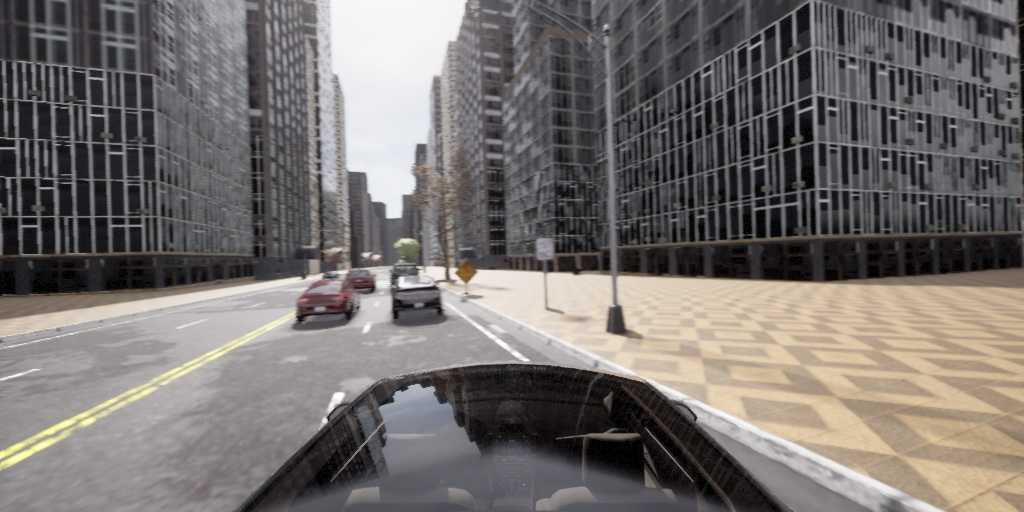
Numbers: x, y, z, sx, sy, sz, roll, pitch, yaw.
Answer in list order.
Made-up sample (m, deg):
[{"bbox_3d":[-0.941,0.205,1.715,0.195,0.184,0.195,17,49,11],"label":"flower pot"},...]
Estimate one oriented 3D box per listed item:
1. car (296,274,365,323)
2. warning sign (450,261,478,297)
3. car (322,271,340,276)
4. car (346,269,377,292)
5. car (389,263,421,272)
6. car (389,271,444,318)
[{"bbox_3d":[-7.280,1.695,14.483,1.812,1.442,4.674,-2,0,-18],"label":"car"},{"bbox_3d":[-2.433,1.167,19.150,1.300,1.860,1.060,0,0,-18],"label":"warning sign"},{"bbox_3d":[-27.223,2.938,53.999,1.994,1.385,4.181,-2,-1,-18],"label":"car"},{"bbox_3d":[-11.706,1.845,27.900,2.097,1.767,4.553,-2,-1,-18],"label":"car"},{"bbox_3d":[-8.322,1.595,27.957,2.150,2.045,5.566,-2,0,-18],"label":"car"},{"bbox_3d":[-3.957,1.544,14.747,2.128,1.511,4.902,-2,-1,-18],"label":"car"}]
